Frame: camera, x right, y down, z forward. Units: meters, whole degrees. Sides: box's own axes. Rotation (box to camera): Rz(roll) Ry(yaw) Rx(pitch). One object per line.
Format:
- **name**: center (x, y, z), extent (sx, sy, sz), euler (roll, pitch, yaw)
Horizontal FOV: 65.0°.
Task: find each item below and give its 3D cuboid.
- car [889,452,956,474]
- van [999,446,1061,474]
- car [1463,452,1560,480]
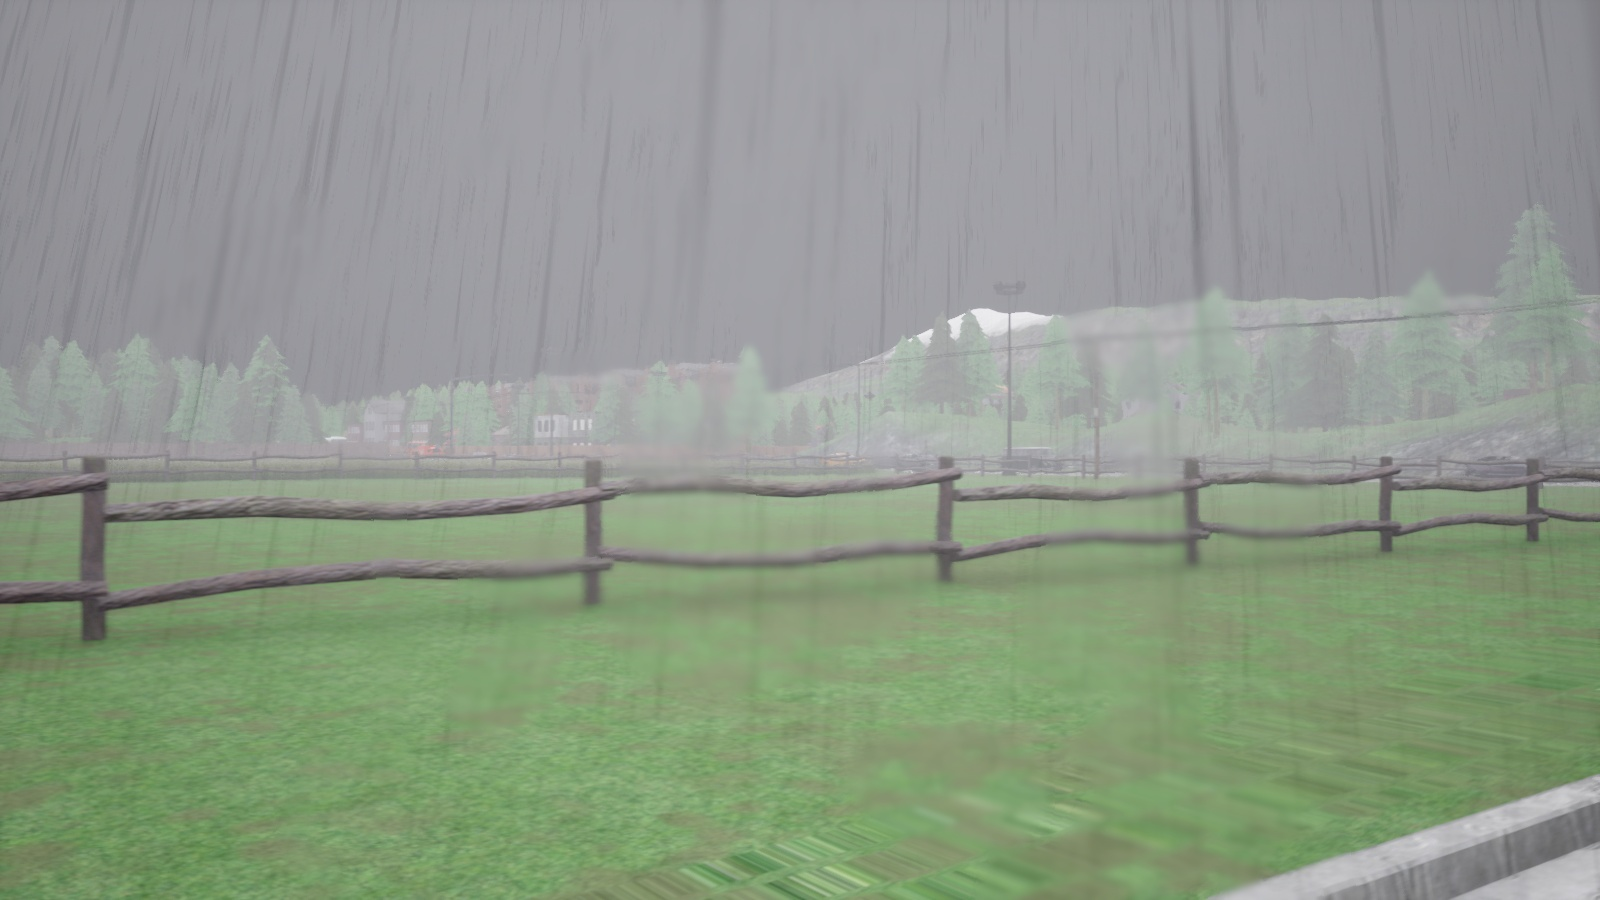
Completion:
- **car**: center (8.808, 0.907, 90.870), extent (2.128, 1.511, 4.902), euler (0, 0, -36)
- **van**: center (16.770, 0.689, 91.784), extent (1.775, 1.987, 4.442), euler (0, 0, -36)
- **car**: center (38.341, 0.844, 67.758), extent (1.816, 1.474, 4.193), euler (0, 0, -36)
